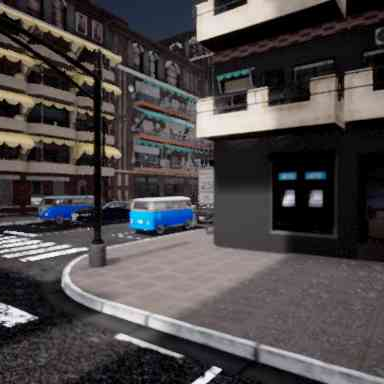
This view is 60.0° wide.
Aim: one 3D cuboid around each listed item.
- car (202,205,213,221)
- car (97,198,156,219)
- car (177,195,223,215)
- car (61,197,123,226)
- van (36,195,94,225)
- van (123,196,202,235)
[{"bbox_3d":[1.784,1.297,22.045,2.008,1.369,4.403,1,1,35],"label":"car"},{"bbox_3d":[-5.149,1.242,26.755,1.752,1.417,4.829,1,2,35],"label":"car"},{"bbox_3d":[0.839,1.137,30.771,1.837,1.490,4.892,0,1,35],"label":"car"},{"bbox_3d":[-5.575,1.278,21.672,2.128,1.511,4.902,0,1,35],"label":"car"},{"bbox_3d":[-8.275,1.132,22.310,1.690,1.788,3.998,1,2,35],"label":"van"},{"bbox_3d":[-1.440,1.164,17.462,1.690,1.788,3.998,1,1,35],"label":"van"}]
